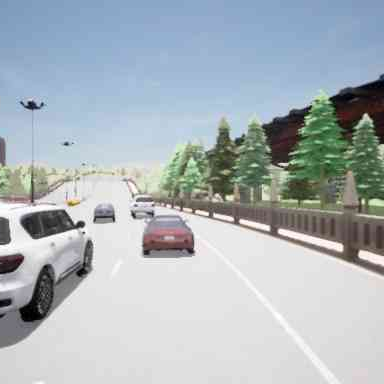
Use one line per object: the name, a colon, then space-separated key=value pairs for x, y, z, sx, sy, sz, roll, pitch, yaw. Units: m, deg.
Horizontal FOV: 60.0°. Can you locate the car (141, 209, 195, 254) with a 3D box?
car: x=-1.051 y=1.629 z=13.893 sx=1.994 sy=1.385 sz=4.181 roll=0 pitch=0 yaw=-7

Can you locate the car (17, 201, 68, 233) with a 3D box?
car: x=-9.513 y=1.494 z=21.589 sx=2.097 sy=1.767 sz=4.553 roll=0 pitch=0 yaw=-12

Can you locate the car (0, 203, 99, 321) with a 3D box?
car: x=-3.813 y=1.274 z=7.438 sx=2.150 sy=2.045 sz=5.566 roll=0 pitch=0 yaw=-4

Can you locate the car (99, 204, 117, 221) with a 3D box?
car: x=-7.553 y=1.710 z=28.912 sx=2.033 sy=1.411 sz=5.357 roll=0 pitch=0 yaw=-14

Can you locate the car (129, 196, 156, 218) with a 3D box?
car: x=-4.930 y=1.388 z=32.900 sx=2.150 sy=2.045 sz=5.566 roll=0 pitch=0 yaw=-14
